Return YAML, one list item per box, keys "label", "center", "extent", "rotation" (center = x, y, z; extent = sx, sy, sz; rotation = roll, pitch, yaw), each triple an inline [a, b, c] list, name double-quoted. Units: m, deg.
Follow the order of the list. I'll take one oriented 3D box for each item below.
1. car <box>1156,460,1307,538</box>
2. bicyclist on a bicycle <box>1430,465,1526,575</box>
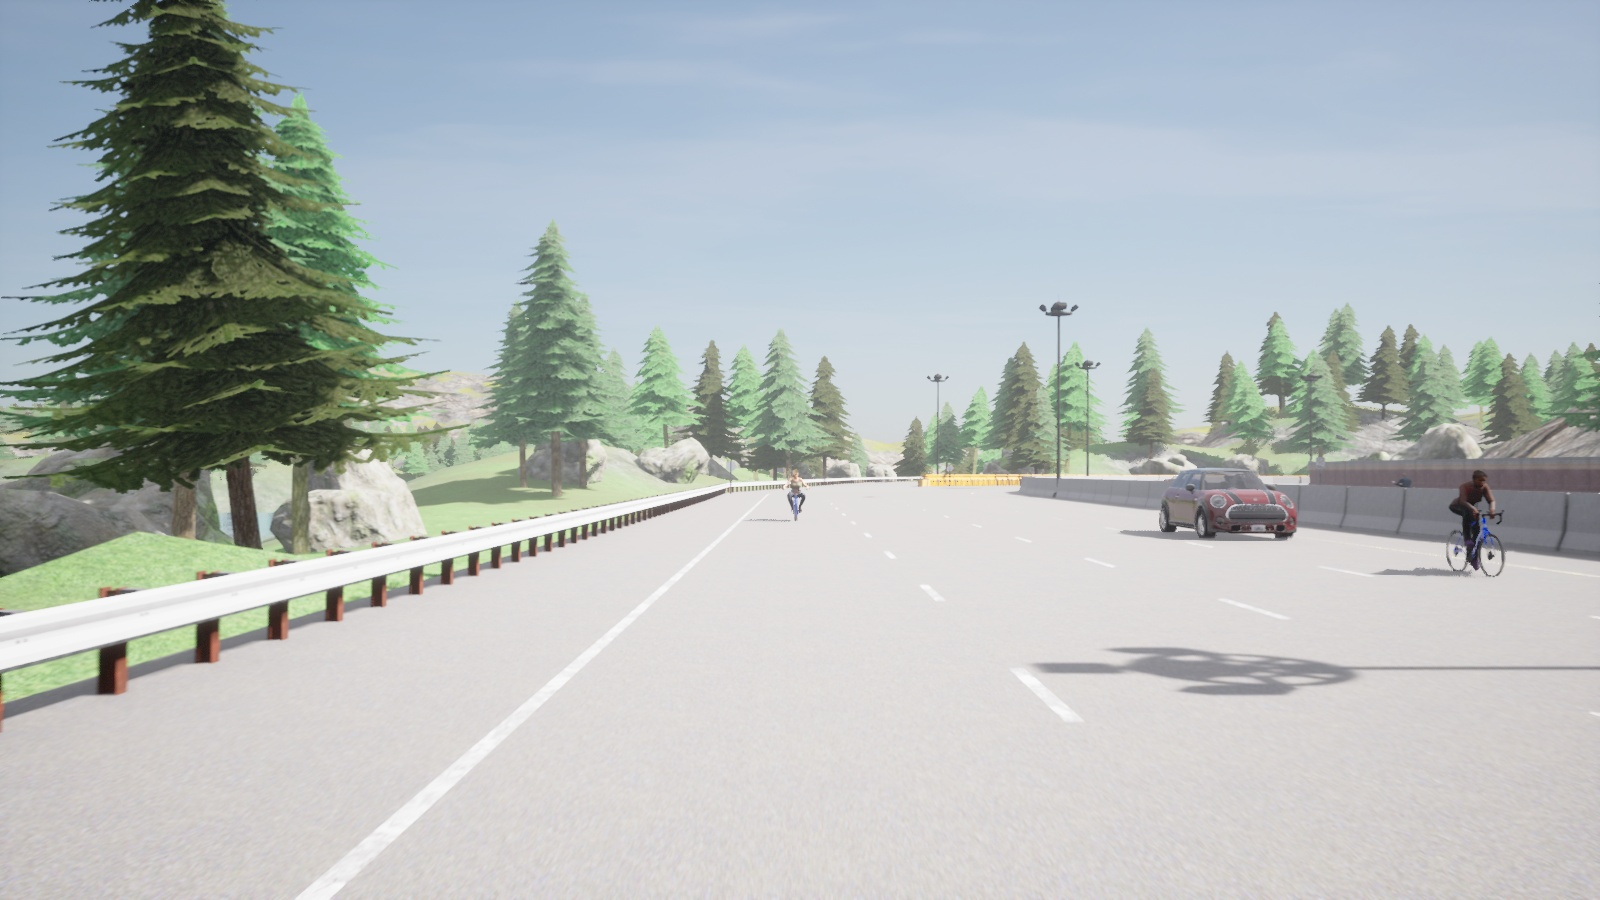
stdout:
- label: "car"
  center: [10.419, 1.146, 30.719]
  extent: [2.097, 1.767, 4.553]
  rotation: [0, -1, 0]
- label: "bicyclist on a bicycle"
  center: [10.454, 1.051, 19.426]
  extent: [0.582, 1.620, 1.656]
  rotation: [0, -1, 0]
